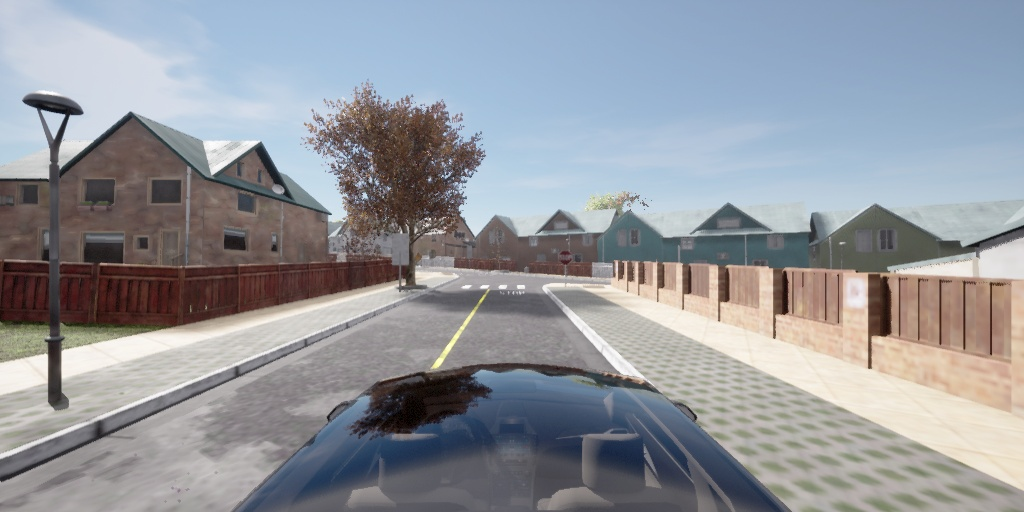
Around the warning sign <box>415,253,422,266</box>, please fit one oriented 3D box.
[{"bbox_3d":[-12.279,0.448,46.878,1.060,1.860,1.300,0,0,32],"label":"warning sign"}]
